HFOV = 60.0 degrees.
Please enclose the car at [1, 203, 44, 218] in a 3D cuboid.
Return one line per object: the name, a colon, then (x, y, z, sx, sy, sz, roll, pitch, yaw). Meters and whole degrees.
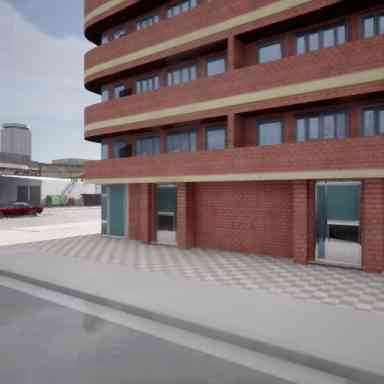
car: (-15.578, 1.601, 28.906, 1.895, 1.301, 4.718, 0, 0, 34)
